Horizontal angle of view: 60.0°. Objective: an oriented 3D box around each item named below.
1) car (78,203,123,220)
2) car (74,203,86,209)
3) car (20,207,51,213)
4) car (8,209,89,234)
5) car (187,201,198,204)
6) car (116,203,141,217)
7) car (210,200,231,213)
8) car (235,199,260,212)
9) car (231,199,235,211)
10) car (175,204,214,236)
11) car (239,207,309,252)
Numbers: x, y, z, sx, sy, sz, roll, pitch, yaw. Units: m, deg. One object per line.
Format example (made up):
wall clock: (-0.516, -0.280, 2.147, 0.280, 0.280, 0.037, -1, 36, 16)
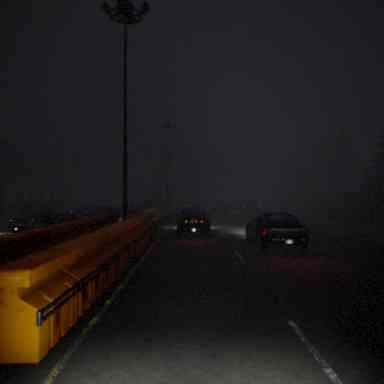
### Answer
car: (-7.034, 1.818, 26.728, 2.033, 1.411, 5.357, 0, -1, 1)
car: (-10.500, 1.860, 32.986, 1.812, 1.442, 4.674, 0, -1, 0)
car: (-10.562, 1.756, 22.702, 1.812, 1.442, 4.674, 0, -1, -1)
car: (-7.089, 1.773, 16.920, 1.895, 1.301, 4.718, 0, -1, 0)
car: (0.037, 1.933, 43.618, 2.128, 1.511, 4.902, 0, 0, 0)
car: (-7.034, 1.977, 37.144, 1.895, 1.301, 4.718, 0, -1, 1)
car: (3.509, 1.792, 43.623, 2.097, 1.767, 4.553, 0, -1, 0)
car: (7.000, 1.768, 41.191, 2.097, 1.767, 4.553, 0, -1, 0)
car: (7.000, 1.861, 50.361, 2.097, 1.767, 4.553, 0, -1, 0)
car: (0.100, 1.706, 19.612, 1.837, 1.490, 4.892, 0, 0, 0)
car: (3.599, 1.641, 14.686, 2.128, 1.511, 4.902, 0, 0, 0)
